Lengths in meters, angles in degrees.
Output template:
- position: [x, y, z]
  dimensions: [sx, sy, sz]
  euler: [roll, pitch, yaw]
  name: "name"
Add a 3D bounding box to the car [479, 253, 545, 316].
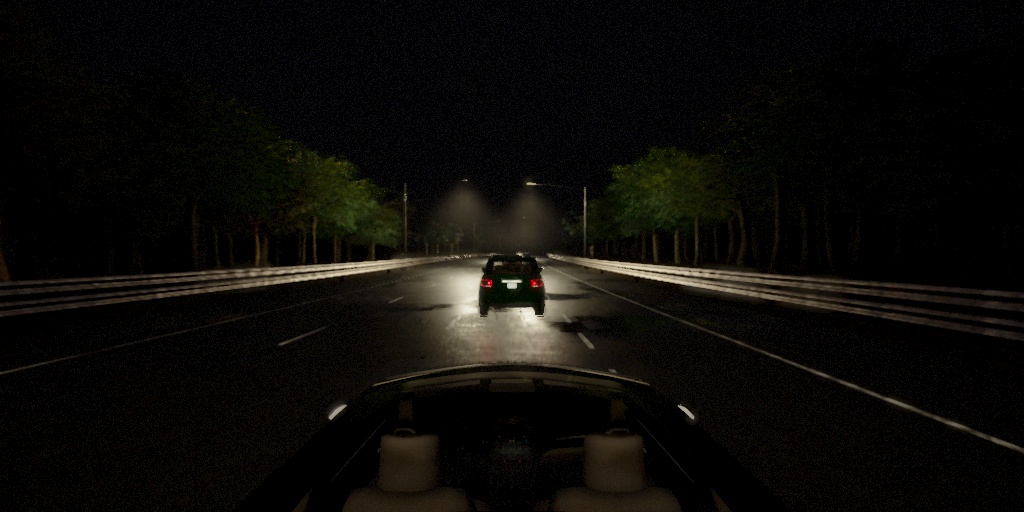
- position: [0.000, 0.997, 13.539]
  dimensions: [2.150, 2.045, 5.566]
  euler: [0, 0, 0]
  name: "car"
